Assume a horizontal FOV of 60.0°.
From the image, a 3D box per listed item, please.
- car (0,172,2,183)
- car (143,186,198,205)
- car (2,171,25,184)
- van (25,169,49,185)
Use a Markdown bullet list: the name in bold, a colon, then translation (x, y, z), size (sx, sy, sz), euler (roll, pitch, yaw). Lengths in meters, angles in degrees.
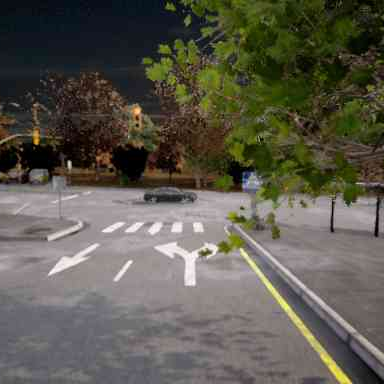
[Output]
- **car**: translation (-26.525, -2.128, 45.597), size (1.946, 1.575, 5.366), euler (0, 6, -13)
- **car**: translation (-1.906, 0.276, 29.866), size (4.892, 1.490, 1.837), euler (0, 6, 3)
- **car**: translation (-23.528, -2.100, 45.064), size (2.185, 1.767, 4.553), euler (0, 6, -14)
- **van**: translation (-20.556, -2.067, 44.685), size (1.878, 1.987, 4.442), euler (1, 6, -14)
